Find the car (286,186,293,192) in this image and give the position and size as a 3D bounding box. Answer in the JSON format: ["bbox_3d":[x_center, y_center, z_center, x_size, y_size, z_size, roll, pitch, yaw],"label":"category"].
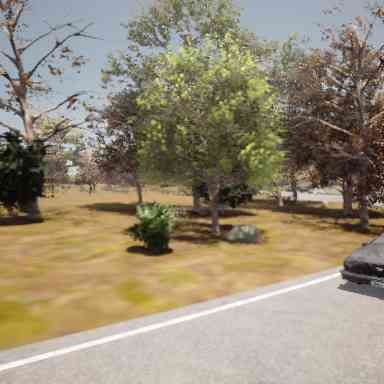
[{"bbox_3d":[20.970,-0.754,68.989,1.994,1.385,4.181,-2,4,36],"label":"car"}]

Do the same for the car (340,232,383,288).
[{"bbox_3d":[6.034,1.611,8.861,5.357,1.411,2.033,1,-1,-40],"label":"car"}]

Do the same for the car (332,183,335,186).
[{"bbox_3d":[34.686,-2.058,77.772,4.181,1.385,1.994,-4,3,-11],"label":"car"}]

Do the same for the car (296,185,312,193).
[{"bbox_3d":[22.123,-0.631,64.531,2.033,1.411,5.357,-2,3,26],"label":"car"}]

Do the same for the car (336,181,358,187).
[{"bbox_3d":[35.266,-2.149,74.571,4.553,1.767,2.097,-4,3,-11],"label":"car"}]
